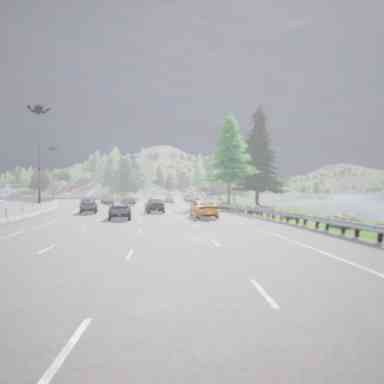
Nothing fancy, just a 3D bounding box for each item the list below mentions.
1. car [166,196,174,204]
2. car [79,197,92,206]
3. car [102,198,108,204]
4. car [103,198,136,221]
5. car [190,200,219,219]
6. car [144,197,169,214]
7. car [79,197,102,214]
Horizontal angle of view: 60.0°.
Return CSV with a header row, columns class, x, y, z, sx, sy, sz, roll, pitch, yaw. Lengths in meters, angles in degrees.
class,x,y,z,sx,sy,sz,roll,pitch,yaw
car,-4.519,1.557,65.484,1.882,1.535,5.008,-1,0,-6
car,-20.150,1.765,62.950,1.837,1.490,4.892,0,0,-24
car,-16.354,1.817,63.763,1.895,1.301,4.718,-1,0,-24
car,-6.140,1.575,28.509,2.128,1.511,4.902,-1,0,-11
car,0.996,1.478,28.813,1.882,1.535,5.008,0,0,-9
car,-4.211,1.569,37.081,1.837,1.490,4.892,1,0,-14
car,-11.688,1.643,37.763,2.128,1.511,4.902,0,0,-14
